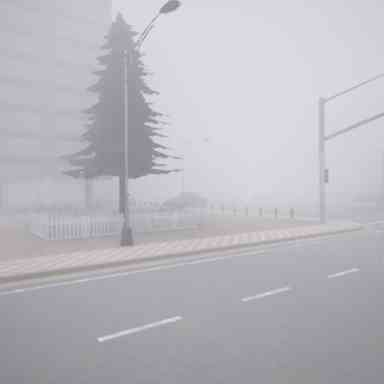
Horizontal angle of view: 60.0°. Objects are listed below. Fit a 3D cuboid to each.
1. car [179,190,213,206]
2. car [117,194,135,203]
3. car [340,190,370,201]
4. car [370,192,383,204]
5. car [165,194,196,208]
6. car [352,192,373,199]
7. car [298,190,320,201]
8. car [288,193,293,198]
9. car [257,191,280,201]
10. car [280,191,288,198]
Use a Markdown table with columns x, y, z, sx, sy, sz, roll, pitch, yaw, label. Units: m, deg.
| x | y | z | sx | sy | sz | roll | pitch | yaw | label |
| --- | --- | --- | --- | --- | --- | --- | --- | --- | --- |
| 0.013 | 0.975 | 48.032 | 2.150 | 2.045 | 5.566 | -1 | 0 | -36 | car |
| -11.607 | 1.114 | 58.381 | 1.812 | 1.442 | 4.674 | -1 | 0 | -36 | car |
| 35.873 | 0.520 | 73.012 | 1.932 | 1.855 | 4.605 | -1 | 0 | -36 | car |
| 27.705 | 0.720 | 45.704 | 1.932 | 1.855 | 4.605 | -1 | 0 | -36 | car |
| -1.901 | 1.348 | 44.700 | 1.994 | 1.385 | 4.181 | -1 | 0 | -36 | car |
| 38.271 | 0.705 | 74.641 | 1.784 | 1.438 | 3.905 | -1 | 0 | -36 | car |
| 22.165 | 0.912 | 63.136 | 1.970 | 1.475 | 3.806 | -1 | 0 | -36 | car |
| 22.614 | 0.569 | 82.059 | 1.932 | 1.855 | 4.605 | -1 | 0 | -36 | car |
| 18.101 | 0.861 | 78.783 | 1.970 | 1.475 | 3.806 | -1 | 0 | -36 | car |
| 20.459 | 0.803 | 80.462 | 1.784 | 1.438 | 3.905 | -1 | 0 | -36 | car |
